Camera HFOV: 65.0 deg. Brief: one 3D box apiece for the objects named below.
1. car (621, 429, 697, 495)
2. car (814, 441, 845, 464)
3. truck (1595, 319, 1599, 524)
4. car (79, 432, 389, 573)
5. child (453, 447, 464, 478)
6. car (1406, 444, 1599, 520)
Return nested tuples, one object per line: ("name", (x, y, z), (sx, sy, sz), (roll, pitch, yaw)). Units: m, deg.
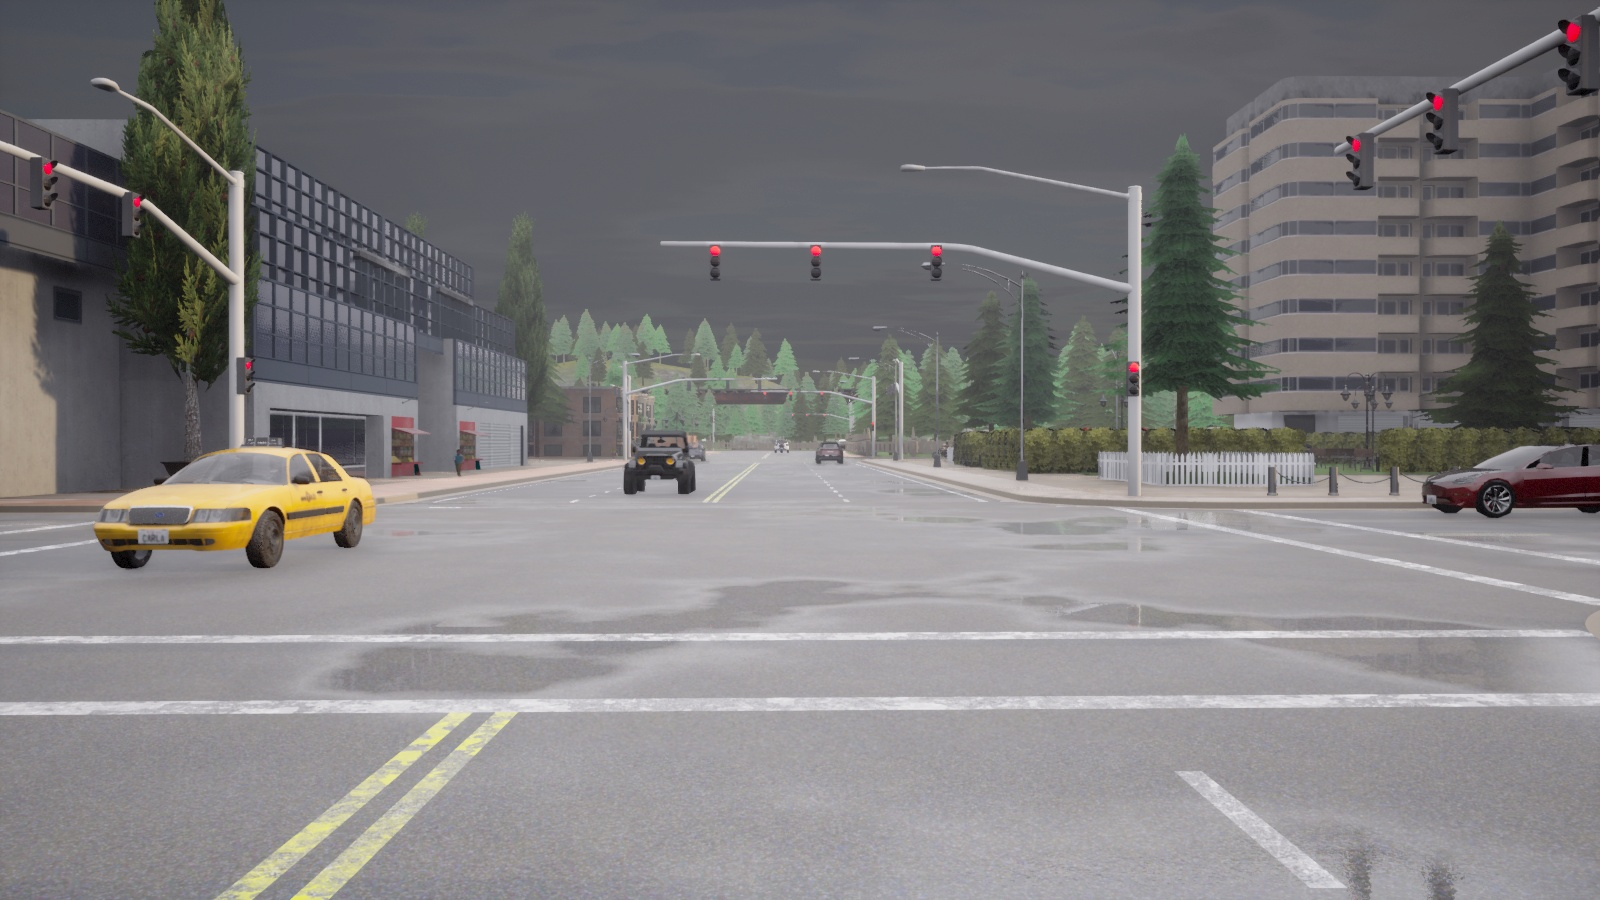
("car", (-4.137, 0.328, 37.350), (1.905, 1.878, 3.866), (0, 0, -1))
("car", (2.115, 0.165, 90.992), (2.033, 1.649, 4.856), (0, 0, -1))
("truck", (19.204, -0.528, 22.210), (8.468, 3.827, 2.891), (0, 0, -1))
("car", (-7.189, 0.590, 16.697), (1.801, 1.575, 5.366), (0, 0, -1))
("child", (-13.468, 0.495, 49.555), (0.343, 1.192, 0.448), (0, 0, -3))
("car", (15.302, 0.614, 25.652), (4.792, 1.488, 2.163), (0, 0, -1))
